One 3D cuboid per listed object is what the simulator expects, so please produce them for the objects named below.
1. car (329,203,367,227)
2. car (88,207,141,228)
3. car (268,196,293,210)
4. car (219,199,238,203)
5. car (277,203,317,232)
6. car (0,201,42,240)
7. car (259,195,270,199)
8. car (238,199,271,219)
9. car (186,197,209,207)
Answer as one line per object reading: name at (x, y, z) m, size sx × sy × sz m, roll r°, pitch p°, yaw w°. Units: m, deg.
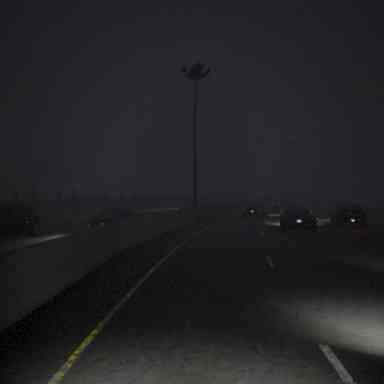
car at (10.846, 1.541, 23.313) m, size 1.837 × 1.490 × 4.892 m, roll 0°, pitch 0°, yaw 17°
car at (-4.567, 1.586, 20.267) m, size 1.994 × 1.385 × 4.181 m, roll 0°, pitch 0°, yaw 13°
car at (12.304, 1.581, 44.448) m, size 2.163 × 1.488 × 4.792 m, roll 0°, pitch 0°, yaw 31°
car at (6.287, 1.733, 54.878) m, size 1.895 × 1.301 × 4.718 m, roll 0°, pitch 0°, yaw 33°
car at (6.447, 1.596, 20.457) m, size 1.994 × 1.385 × 4.181 m, roll 0°, pitch 0°, yaw 14°
car at (-9.073, 1.356, 15.320) m, size 2.097 × 1.767 × 4.553 m, roll 0°, pitch 0°, yaw 10°
car at (12.994, 1.494, 58.322) m, size 2.097 × 1.767 × 4.553 m, roll 0°, pitch 0°, yaw 37°
car at (5.749, 1.608, 29.968) m, size 1.994 × 1.385 × 4.181 m, roll 0°, pitch 0°, yaw 19°
car at (0.896, 1.619, 52.766) m, size 2.128 × 1.511 × 4.902 m, roll 0°, pitch 0°, yaw 31°
